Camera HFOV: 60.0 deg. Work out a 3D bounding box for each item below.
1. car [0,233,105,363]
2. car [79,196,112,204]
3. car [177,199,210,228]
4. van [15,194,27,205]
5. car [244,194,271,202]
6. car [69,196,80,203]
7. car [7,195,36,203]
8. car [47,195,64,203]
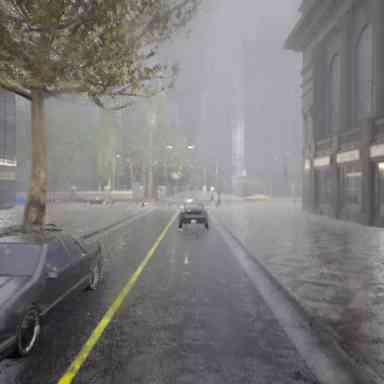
[{"bbox_3d":[-3.101,1.534,6.180,2.033,1.411,5.357,0,0,0],"label":"car"},{"bbox_3d":[-14.930,1.355,52.704,4.403,1.369,2.008,0,1,0],"label":"car"},{"bbox_3d":[0.099,1.431,21.668,1.837,1.490,4.892,0,1,0],"label":"car"},{"bbox_3d":[-25.981,1.203,52.767,3.998,1.788,1.690,0,1,0],"label":"van"},{"bbox_3d":[11.932,1.013,61.065,4.829,1.417,1.752,-1,1,0],"label":"car"},{"bbox_3d":[-20.414,1.305,61.263,4.206,1.307,1.802,0,1,0],"label":"car"},{"bbox_3d":[-31.465,1.338,61.327,4.313,1.339,1.947,0,1,0],"label":"car"},{"bbox_3d":[-25.940,1.301,61.296,4.403,1.369,2.008,0,1,0],"label":"car"}]
